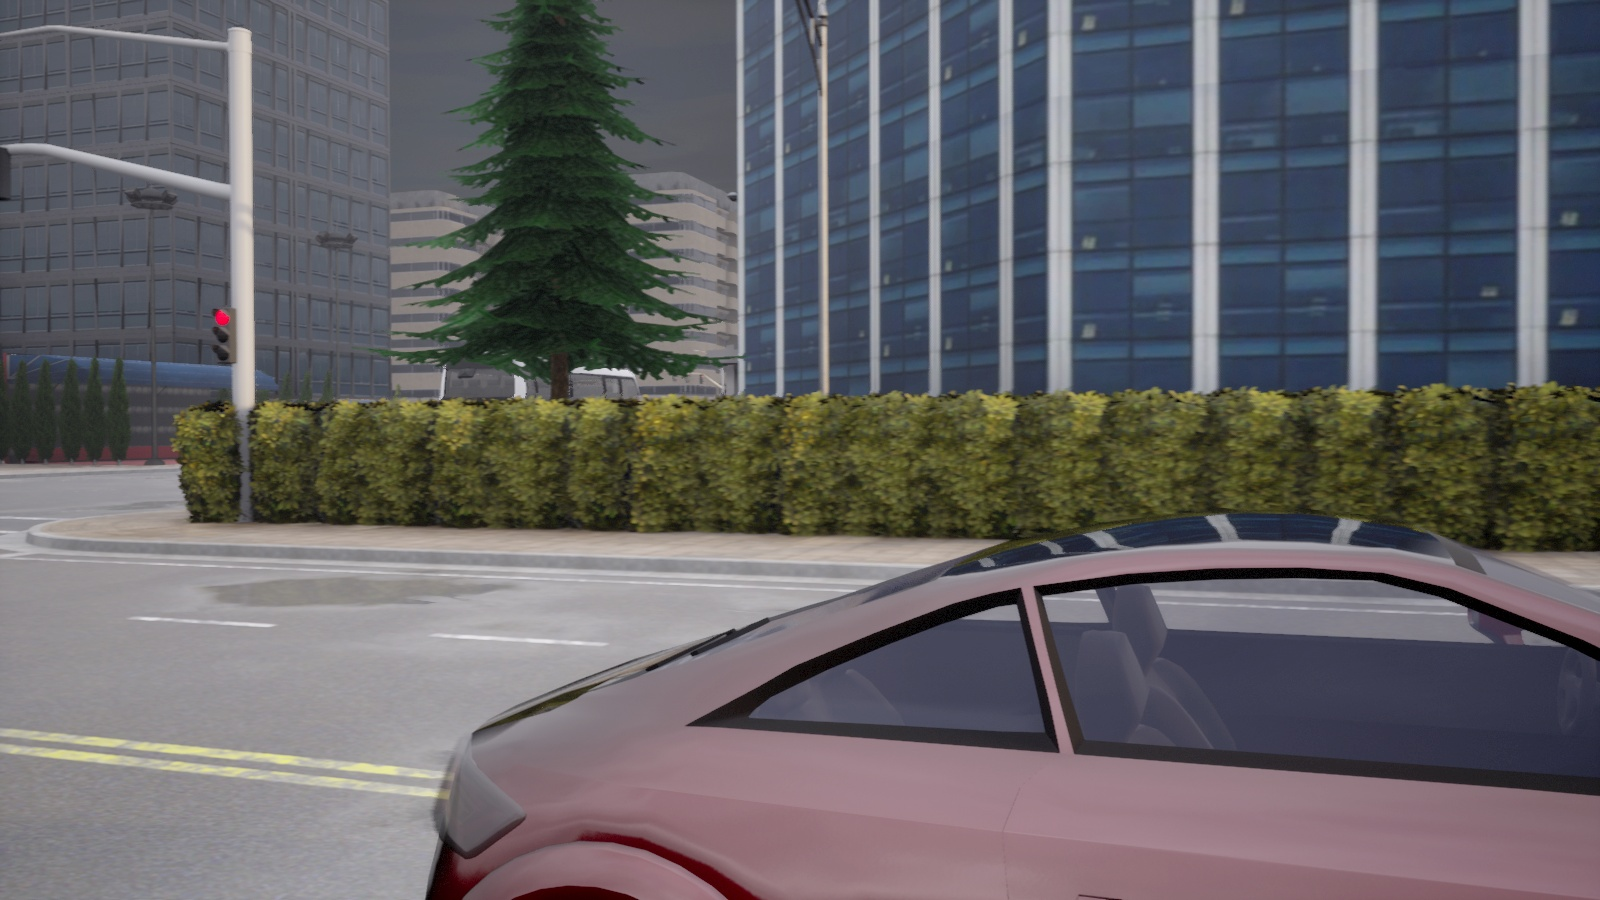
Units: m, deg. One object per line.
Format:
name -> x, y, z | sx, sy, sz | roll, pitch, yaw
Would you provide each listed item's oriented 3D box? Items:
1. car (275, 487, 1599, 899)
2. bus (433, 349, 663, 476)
car -> 1.260, 0.851, 2.770 | 4.181, 1.385, 1.994 | 1, 1, 19
bus -> -9.112, -1.342, 47.361 | 3.944, 4.253, 10.273 | 1, 1, 18
